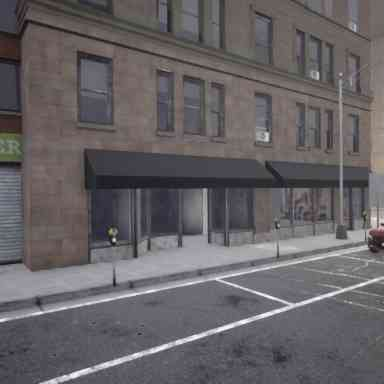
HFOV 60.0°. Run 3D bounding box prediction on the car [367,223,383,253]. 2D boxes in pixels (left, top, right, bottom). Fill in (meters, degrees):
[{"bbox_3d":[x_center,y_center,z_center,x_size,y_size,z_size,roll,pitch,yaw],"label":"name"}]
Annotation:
[{"bbox_3d":[8.373,1.543,12.565,4.507,1.381,1.887,0,-1,-36],"label":"car"}]
